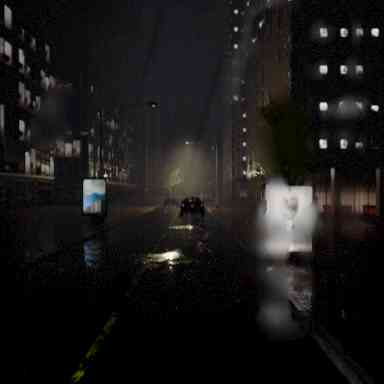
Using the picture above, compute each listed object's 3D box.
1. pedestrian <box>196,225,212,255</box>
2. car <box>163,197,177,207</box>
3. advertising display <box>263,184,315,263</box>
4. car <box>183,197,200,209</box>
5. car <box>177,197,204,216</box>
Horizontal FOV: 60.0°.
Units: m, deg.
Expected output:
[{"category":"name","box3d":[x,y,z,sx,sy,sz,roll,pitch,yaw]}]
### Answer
[{"category":"pedestrian","box3d":[0.424,1.609,11.498,0.500,1.100,0.500,0,0,-2]},{"category":"car","box3d":[-2.906,1.333,46.782,1.994,1.385,4.181,0,0,0]},{"category":"advertising display","box3d":[2.997,0.966,10.340,1.540,2.440,0.280,0,0,0]},{"category":"car","box3d":[-0.010,1.335,42.832,2.033,1.411,5.357,0,0,0]},{"category":"car","box3d":[0.032,1.199,30.245,2.097,1.767,4.553,0,0,0]}]
